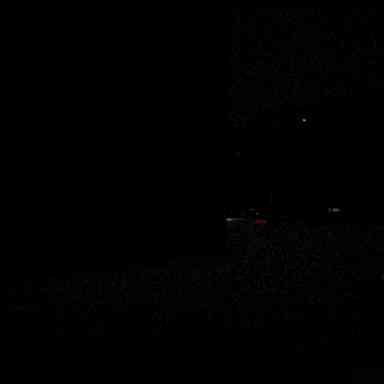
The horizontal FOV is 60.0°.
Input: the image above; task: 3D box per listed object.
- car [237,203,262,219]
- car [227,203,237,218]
[{"bbox_3d":[4.801,1.830,33.361,1.837,1.490,4.892,1,-2,-35],"label":"car"},{"bbox_3d":[1.639,1.836,32.706,2.033,1.411,5.357,1,-2,-35],"label":"car"}]
